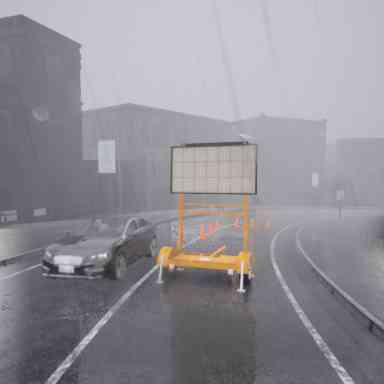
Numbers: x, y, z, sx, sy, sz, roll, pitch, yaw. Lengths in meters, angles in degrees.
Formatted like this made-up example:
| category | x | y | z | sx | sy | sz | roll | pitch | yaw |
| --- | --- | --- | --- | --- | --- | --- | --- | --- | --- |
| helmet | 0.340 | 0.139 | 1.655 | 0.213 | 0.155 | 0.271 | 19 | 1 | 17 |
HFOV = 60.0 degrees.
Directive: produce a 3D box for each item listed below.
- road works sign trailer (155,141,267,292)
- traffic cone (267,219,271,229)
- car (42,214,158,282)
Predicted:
| category | x | y | z | sx | sy | sz | roll | pitch | yaw |
| --- | --- | --- | --- | --- | --- | --- | --- | --- | --- |
| road works sign trailer | 0.610 | 0.457 | 9.139 | 2.380 | 3.560 | 2.880 | 1 | 0 | 18 |
| traffic cone | 4.841 | 2.015 | 21.031 | 0.340 | 0.580 | 0.340 | 2 | 0 | 14 |
| car | -2.394 | 1.450 | 9.852 | 2.128 | 1.511 | 4.902 | 1 | 0 | 10 |
